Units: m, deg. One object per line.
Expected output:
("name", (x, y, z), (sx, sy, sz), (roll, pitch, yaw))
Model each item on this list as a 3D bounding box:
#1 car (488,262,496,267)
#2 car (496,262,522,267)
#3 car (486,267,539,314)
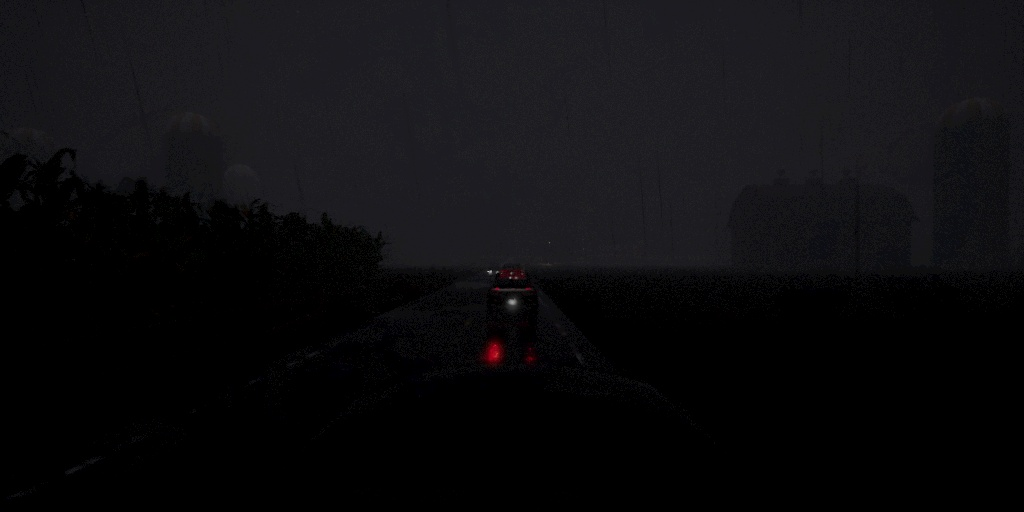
("car", (-2.810, 1.738, 58.602), (2.033, 1.411, 5.357), (0, 0, 1))
("car", (0.045, 1.324, 29.120), (2.097, 1.767, 4.553), (0, -1, 0))
("car", (0.045, 1.345, 14.213), (2.128, 1.511, 4.902), (0, 0, 0))
